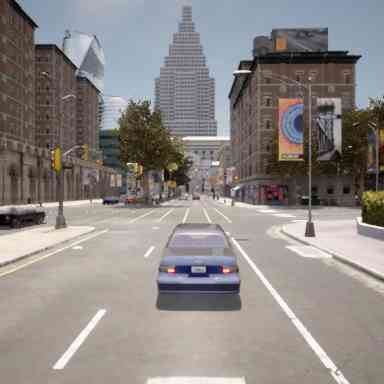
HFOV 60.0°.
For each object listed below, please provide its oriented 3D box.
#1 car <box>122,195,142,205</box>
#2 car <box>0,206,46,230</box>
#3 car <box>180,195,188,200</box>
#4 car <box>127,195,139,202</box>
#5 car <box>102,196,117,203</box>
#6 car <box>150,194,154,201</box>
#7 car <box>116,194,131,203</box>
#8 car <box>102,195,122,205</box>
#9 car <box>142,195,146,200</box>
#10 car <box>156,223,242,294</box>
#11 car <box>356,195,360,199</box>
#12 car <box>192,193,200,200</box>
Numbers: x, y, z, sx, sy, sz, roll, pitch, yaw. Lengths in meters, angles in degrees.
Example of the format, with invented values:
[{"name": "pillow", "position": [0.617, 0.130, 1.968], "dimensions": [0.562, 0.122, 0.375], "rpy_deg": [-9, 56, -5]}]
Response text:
[{"name": "car", "position": [-10.809, 1.476, 59.873], "dimensions": [1.882, 1.535, 5.008], "rpy_deg": [0, 0, 1]}, {"name": "car", "position": [-11.340, 1.600, 21.375], "dimensions": [1.895, 1.301, 4.718], "rpy_deg": [0, 0, 1]}, {"name": "car", "position": [-2.346, 1.517, 90.101], "dimensions": [1.812, 1.442, 4.674], "rpy_deg": [0, 0, 1]}, {"name": "car", "position": [-13.993, 1.476, 78.898], "dimensions": [1.882, 1.535, 5.008], "rpy_deg": [0, 0, 1]}, {"name": "car", "position": [-17.360, 1.593, 69.847], "dimensions": [1.895, 1.301, 4.718], "rpy_deg": [0, 0, 1]}, {"name": "car", "position": [-10.482, 1.353, 79.657], "dimensions": [2.097, 1.767, 4.553], "rpy_deg": [0, 0, 1]}, {"name": "car", "position": [-14.124, 1.354, 68.799], "dimensions": [2.097, 1.767, 4.553], "rpy_deg": [0, 0, 1]}, {"name": "car", "position": [-14.328, 1.599, 58.693], "dimensions": [1.895, 1.301, 4.718], "rpy_deg": [0, 0, 1]}, {"name": "car", "position": [-10.612, 1.498, 69.669], "dimensions": [1.837, 1.490, 4.892], "rpy_deg": [0, 0, 1]}, {"name": "car", "position": [0.175, 1.547, 8.947], "dimensions": [2.033, 1.411, 5.357], "rpy_deg": [0, 0, 1]}, {"name": "car", "position": [35.348, 1.479, 70.558], "dimensions": [2.231, 1.521, 4.892], "rpy_deg": [0, 0, 1]}, {"name": "car", "position": [1.154, 1.348, 90.026], "dimensions": [2.097, 1.767, 4.553], "rpy_deg": [0, 0, 1]}]
